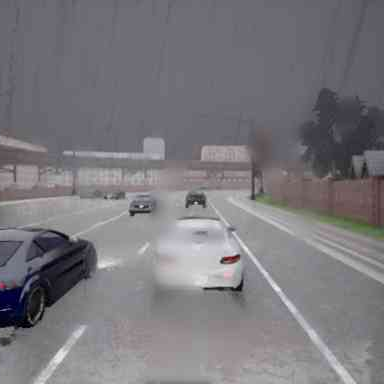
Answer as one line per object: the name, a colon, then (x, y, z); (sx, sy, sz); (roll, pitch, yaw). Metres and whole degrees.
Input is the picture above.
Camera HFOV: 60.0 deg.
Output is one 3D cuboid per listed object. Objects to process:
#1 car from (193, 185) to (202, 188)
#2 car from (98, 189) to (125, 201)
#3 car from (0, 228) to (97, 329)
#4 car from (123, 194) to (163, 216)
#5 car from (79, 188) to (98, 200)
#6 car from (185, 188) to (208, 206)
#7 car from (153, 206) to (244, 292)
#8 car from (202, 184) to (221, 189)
car: (2.002, -0.976, 82.122); (1.812, 1.442, 4.674); (0, 2, 40)
car: (-9.990, 0.326, 43.067); (2.128, 1.511, 4.902); (0, 2, 3)
car: (-3.372, 1.402, 6.647); (1.994, 1.385, 4.181); (0, 2, 1)
car: (-3.209, 0.918, 23.844); (2.033, 1.411, 5.357); (0, 2, 1)
car: (-13.402, 0.306, 44.440); (1.837, 1.490, 4.892); (0, 1, 4)
car: (0.380, 0.644, 32.220); (1.837, 1.490, 4.892); (0, 2, 1)
car: (0.147, 1.323, 8.226); (1.812, 1.442, 4.674); (0, 2, 1)
car: (5.412, -1.290, 80.686); (2.097, 1.767, 4.553); (0, 2, 43)
